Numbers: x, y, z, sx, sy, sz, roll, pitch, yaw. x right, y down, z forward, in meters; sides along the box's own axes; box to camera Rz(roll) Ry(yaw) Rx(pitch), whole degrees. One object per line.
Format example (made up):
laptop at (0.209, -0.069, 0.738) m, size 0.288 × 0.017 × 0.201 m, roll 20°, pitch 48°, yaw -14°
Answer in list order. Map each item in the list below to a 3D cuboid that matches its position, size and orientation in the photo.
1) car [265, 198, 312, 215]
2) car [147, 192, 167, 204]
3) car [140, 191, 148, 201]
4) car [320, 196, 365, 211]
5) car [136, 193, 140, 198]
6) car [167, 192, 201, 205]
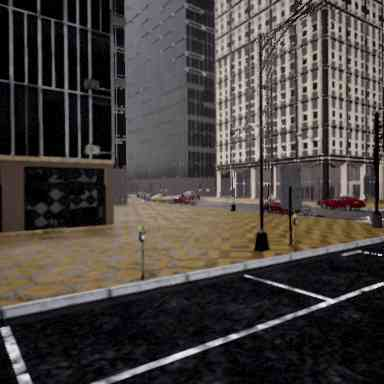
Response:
car at (7.823, 1.166, 27.454) m, size 1.802 × 1.307 × 4.206 m, roll 0°, pitch 1°, yaw -32°
car at (-3.948, 0.845, 45.954) m, size 1.752 × 1.417 × 4.829 m, roll 0°, pitch 1°, yaw -33°
car at (-6.183, 0.757, 54.037) m, size 1.994 × 1.385 × 4.181 m, roll -1°, pitch 1°, yaw -34°
car at (14.460, 1.060, 32.119) m, size 1.802 × 1.307 × 4.206 m, roll 0°, pitch 1°, yaw -32°
car at (-9.931, 0.524, 68.764) m, size 1.947 × 1.339 × 4.313 m, roll 0°, pitch 1°, yaw -36°
car at (-1.017, 0.966, 41.446) m, size 1.802 × 1.307 × 4.206 m, roll 0°, pitch 1°, yaw -33°
